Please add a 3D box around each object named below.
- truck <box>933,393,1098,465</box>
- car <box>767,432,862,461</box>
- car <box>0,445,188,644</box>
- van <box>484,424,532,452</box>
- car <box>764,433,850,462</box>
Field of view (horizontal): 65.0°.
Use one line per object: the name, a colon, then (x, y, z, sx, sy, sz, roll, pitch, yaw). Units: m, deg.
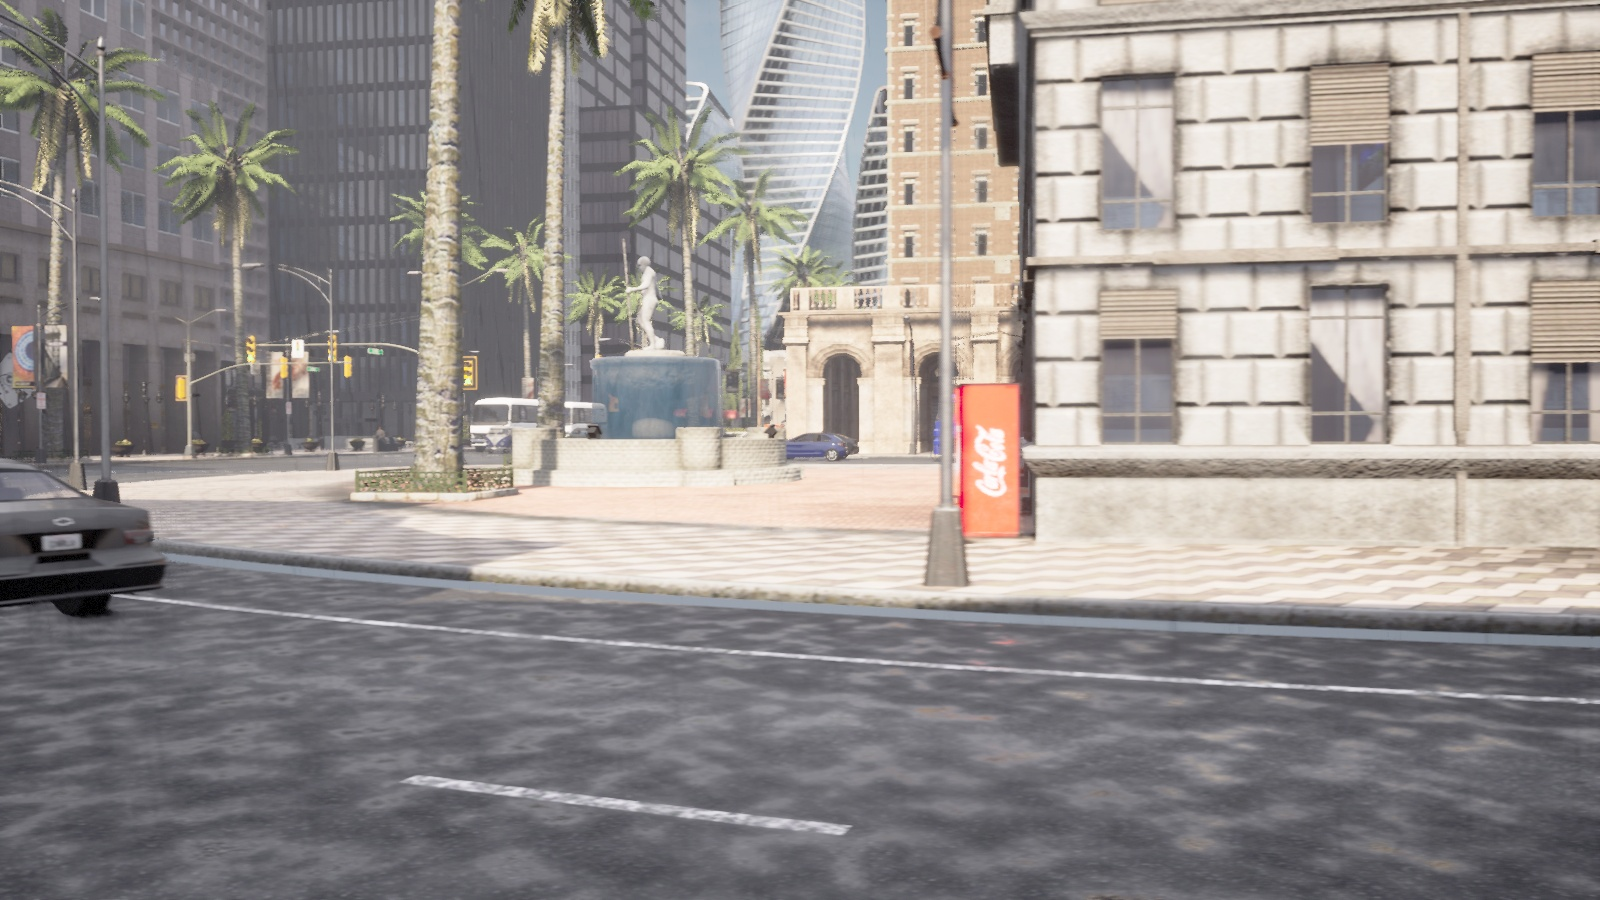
truck: (10.752, -1.076, 62.780, 7.936, 3.462, 2.891, 0, 1, 11)
car: (0.806, -0.212, 68.215, 4.892, 1.490, 1.837, 0, 1, 11)
car: (-7.878, 0.675, 10.953, 5.357, 1.411, 2.033, 1, 1, 32)
van: (-21.135, -0.901, 91.014, 1.775, 1.987, 4.442, 0, 1, 11)
car: (0.382, -0.151, 64.717, 4.193, 1.474, 1.816, 0, 1, 11)
